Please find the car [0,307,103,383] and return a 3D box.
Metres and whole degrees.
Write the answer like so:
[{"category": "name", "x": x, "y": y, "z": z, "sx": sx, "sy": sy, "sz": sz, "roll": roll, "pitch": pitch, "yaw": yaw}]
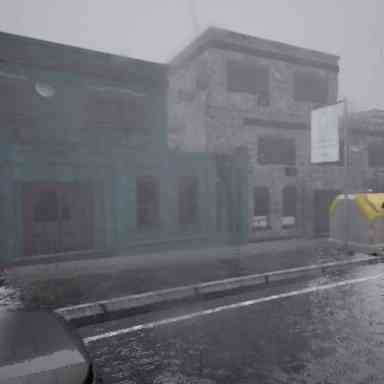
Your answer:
[{"category": "car", "x": -3.147, "y": 1.516, "z": 1.597, "sx": 5.357, "sy": 1.411, "sz": 2.033, "roll": 0, "pitch": 1, "yaw": -37}]
